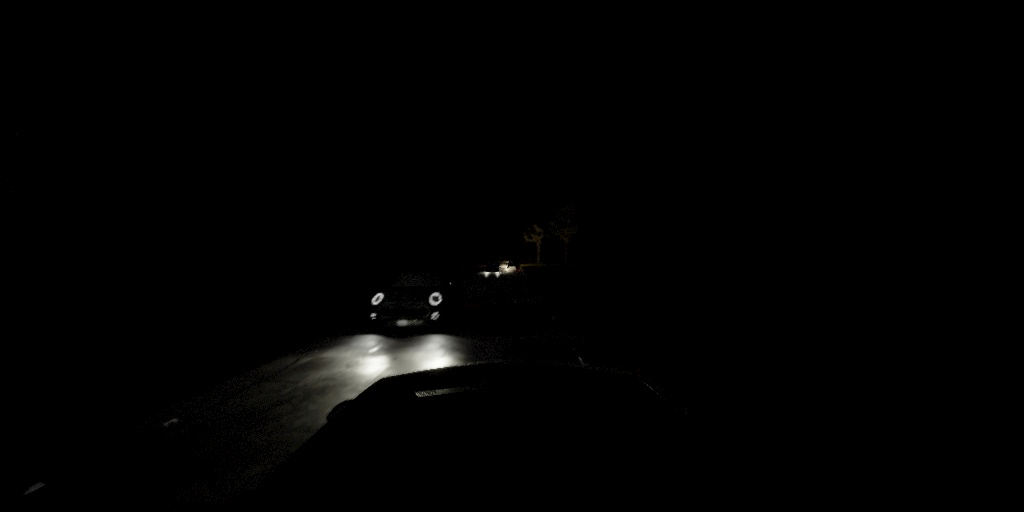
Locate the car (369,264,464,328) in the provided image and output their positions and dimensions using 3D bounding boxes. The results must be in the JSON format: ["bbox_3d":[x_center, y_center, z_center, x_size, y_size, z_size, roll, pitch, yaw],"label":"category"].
[{"bbox_3d":[-2.847,1.162,11.569,2.097,1.767,4.553,0,0,0],"label":"car"}]

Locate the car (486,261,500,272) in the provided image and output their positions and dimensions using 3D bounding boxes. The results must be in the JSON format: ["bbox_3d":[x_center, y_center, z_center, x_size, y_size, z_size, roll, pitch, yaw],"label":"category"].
[{"bbox_3d":[-2.801,1.529,52.726,1.882,1.535,5.008,0,0,1],"label":"car"}]

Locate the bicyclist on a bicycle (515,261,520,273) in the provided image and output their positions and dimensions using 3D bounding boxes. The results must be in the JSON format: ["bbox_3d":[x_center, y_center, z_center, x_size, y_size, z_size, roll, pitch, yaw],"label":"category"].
[{"bbox_3d":[0.758,1.487,49.513,0.582,1.620,1.656,0,-1,0],"label":"bicyclist on a bicycle"}]

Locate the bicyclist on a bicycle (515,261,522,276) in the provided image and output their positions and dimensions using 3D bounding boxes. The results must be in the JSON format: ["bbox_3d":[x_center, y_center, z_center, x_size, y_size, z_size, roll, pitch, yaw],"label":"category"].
[{"bbox_3d":[0.747,1.424,41.227,0.866,1.612,1.509,0,-1,0],"label":"bicyclist on a bicycle"}]
